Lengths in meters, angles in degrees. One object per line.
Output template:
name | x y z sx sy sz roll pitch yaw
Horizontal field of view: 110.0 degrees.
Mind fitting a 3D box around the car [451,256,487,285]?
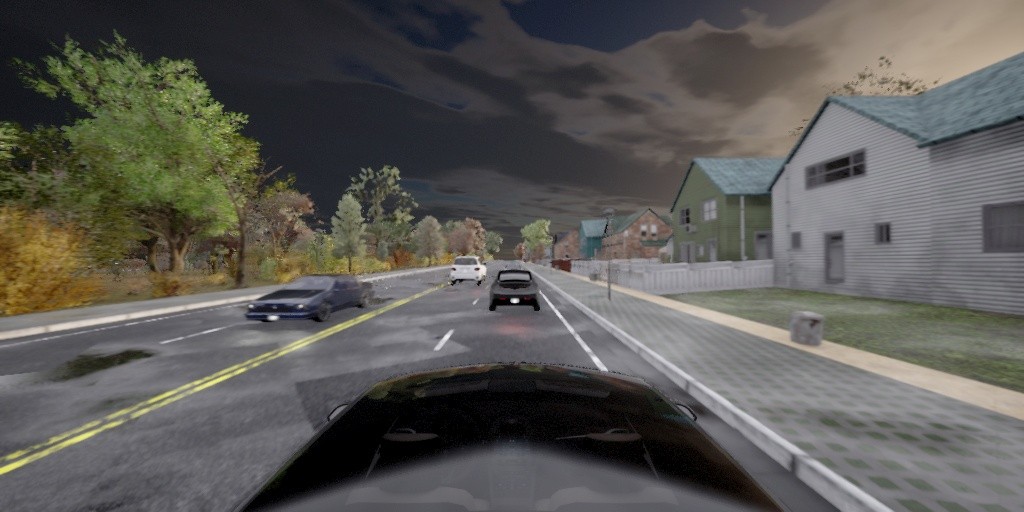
car | -3.149 1.058 26.786 2.150 2.045 5.566 0 0 0

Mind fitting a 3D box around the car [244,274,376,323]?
car | -6.563 1.334 12.533 2.033 1.411 5.357 0 0 0

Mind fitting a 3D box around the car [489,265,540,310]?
car | 0.100 1.299 14.854 1.837 1.490 4.892 0 0 0
